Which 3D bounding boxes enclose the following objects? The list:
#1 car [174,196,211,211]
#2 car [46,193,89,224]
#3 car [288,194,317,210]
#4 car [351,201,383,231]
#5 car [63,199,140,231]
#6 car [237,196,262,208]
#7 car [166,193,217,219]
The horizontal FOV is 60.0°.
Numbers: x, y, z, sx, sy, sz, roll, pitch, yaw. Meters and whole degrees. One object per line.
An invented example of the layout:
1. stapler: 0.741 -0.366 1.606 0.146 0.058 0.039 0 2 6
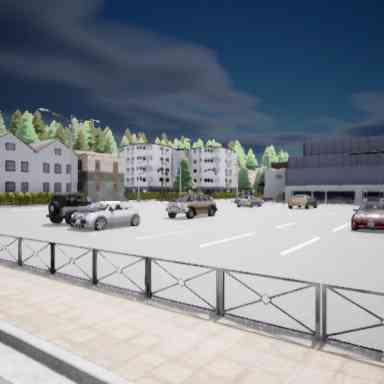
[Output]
1. car: 0.168 1.250 37.692 2.007 1.523 4.514 0 0 35
2. car: -7.140 1.026 20.970 1.905 1.878 3.866 0 0 35
3. car: 12.654 1.105 37.915 2.152 1.636 5.027 0 0 35
4. car: 9.852 1.245 17.755 2.007 1.523 4.514 0 0 35
5. car: -4.774 1.309 18.556 1.970 1.475 3.806 0 0 35
6. car: 7.222 1.184 41.346 1.970 1.475 3.806 0 0 35
7. car: 0.078 1.047 25.510 1.932 1.855 4.605 0 0 35
